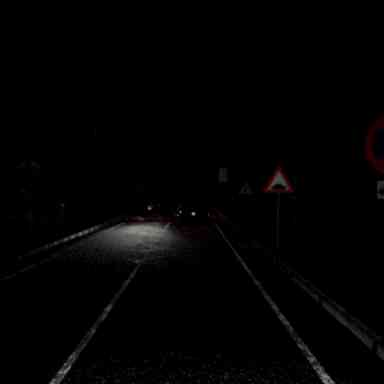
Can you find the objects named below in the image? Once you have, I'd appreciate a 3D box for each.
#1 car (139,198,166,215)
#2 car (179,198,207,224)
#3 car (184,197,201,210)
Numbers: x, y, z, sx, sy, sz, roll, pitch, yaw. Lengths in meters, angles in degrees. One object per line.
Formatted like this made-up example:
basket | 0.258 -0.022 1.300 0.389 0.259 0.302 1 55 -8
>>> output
car | -3.313 1.271 28.592 2.128 1.511 4.902 0 -6 0
car | 0.100 1.294 24.254 2.033 1.649 4.856 0 5 0
car | 0.093 1.363 41.208 1.994 1.385 4.181 0 1 0
